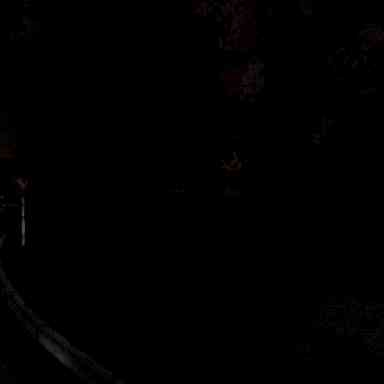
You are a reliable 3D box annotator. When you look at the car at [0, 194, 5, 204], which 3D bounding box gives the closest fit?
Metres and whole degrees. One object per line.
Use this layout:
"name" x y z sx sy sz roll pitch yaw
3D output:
"car" -24.299 0.591 40.479 2.097 1.767 4.553 -1 2 -40
